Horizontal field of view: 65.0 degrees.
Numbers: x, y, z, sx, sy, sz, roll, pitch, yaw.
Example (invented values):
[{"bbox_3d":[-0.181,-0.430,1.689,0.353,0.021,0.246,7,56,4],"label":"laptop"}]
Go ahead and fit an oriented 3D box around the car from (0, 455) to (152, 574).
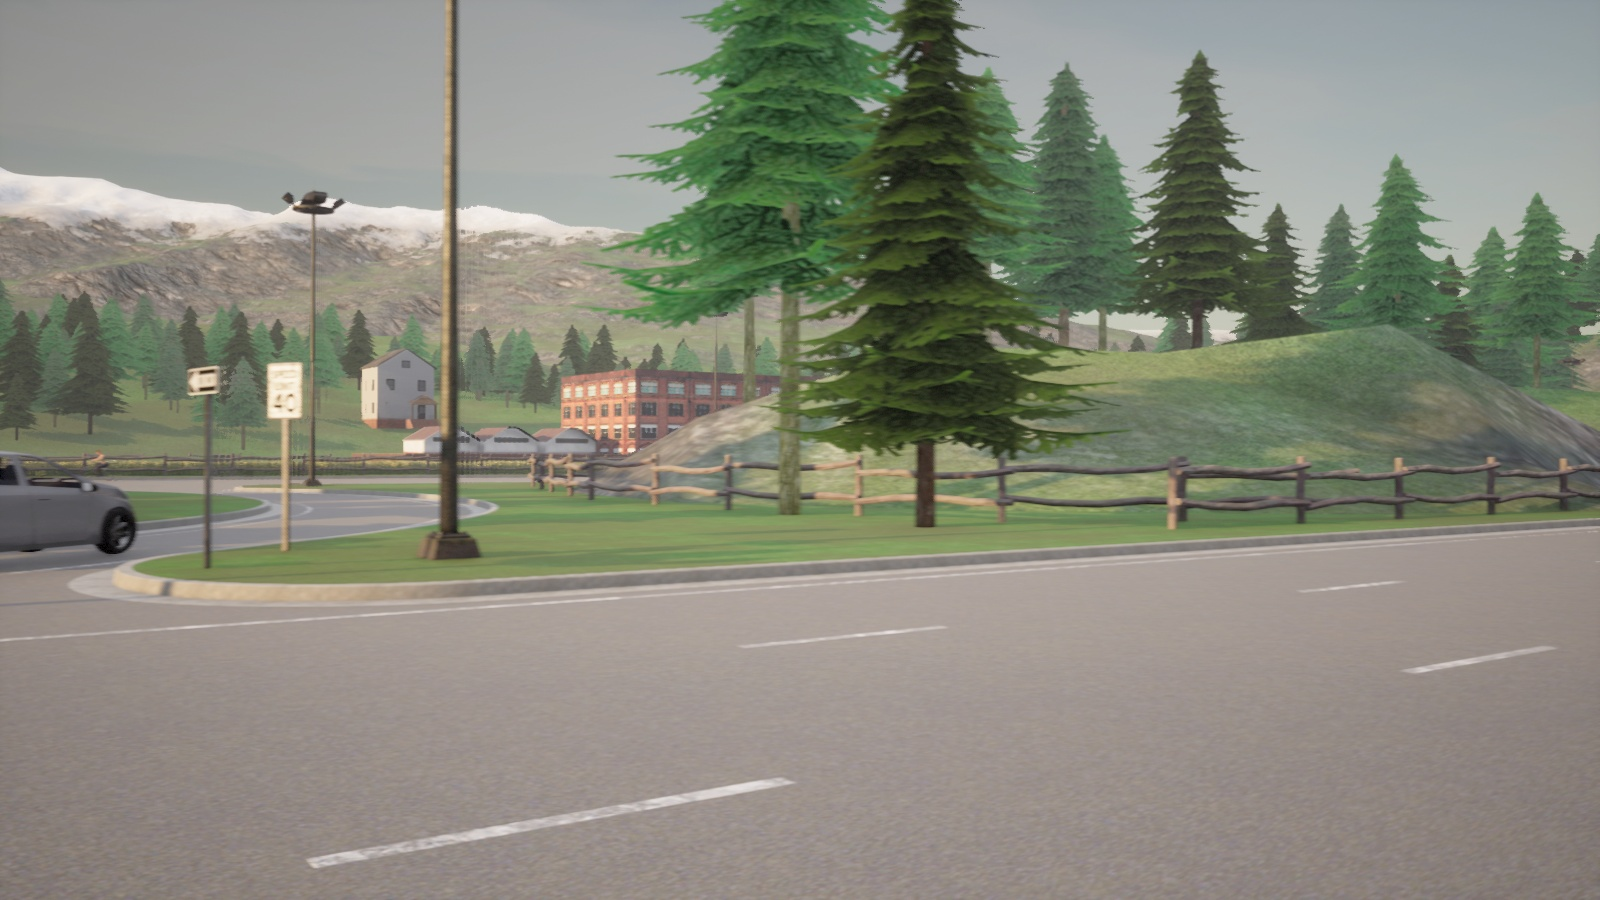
[{"bbox_3d":[-10.872,0.825,16.962,1.845,1.501,3.633,0,0,13],"label":"car"}]
